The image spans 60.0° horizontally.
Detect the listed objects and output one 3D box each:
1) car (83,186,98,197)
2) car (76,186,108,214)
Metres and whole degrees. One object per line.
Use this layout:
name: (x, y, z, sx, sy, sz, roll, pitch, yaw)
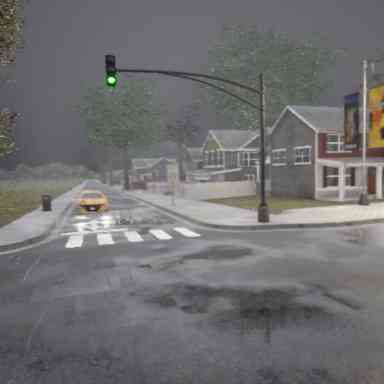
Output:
car: (-14.389, -0.134, 47.138, 1.895, 1.301, 4.718, -3, 3, -17)
car: (-7.058, 0.648, 23.470, 1.882, 1.535, 5.008, -3, 4, -17)
